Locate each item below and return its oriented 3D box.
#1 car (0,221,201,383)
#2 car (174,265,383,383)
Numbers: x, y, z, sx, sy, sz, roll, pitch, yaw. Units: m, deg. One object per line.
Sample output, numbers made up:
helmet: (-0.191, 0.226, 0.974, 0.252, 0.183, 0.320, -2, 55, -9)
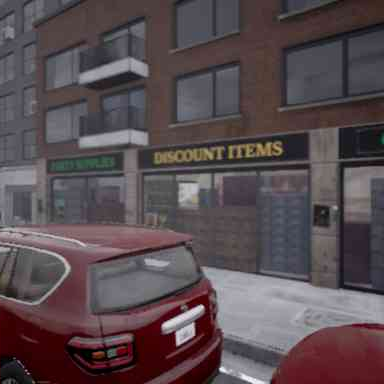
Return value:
car: (-2.003, 1.311, 4.278, 5.009, 1.841, 2.192, 0, 0, 36)
car: (2.603, 1.316, 0.993, 5.009, 1.841, 2.192, 0, 0, 36)
